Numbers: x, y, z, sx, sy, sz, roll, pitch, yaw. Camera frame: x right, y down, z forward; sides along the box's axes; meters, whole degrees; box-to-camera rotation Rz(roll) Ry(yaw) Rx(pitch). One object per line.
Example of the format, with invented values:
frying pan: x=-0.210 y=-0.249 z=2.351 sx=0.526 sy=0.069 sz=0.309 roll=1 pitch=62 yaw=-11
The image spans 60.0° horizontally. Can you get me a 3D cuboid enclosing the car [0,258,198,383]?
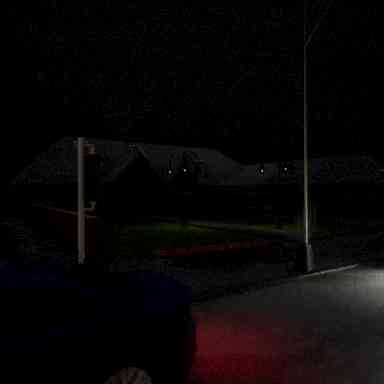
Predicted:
car: x=-2.328 y=1.478 z=3.143 sx=5.008 sy=1.535 sz=1.882 roll=0 pitch=0 yaw=-31
